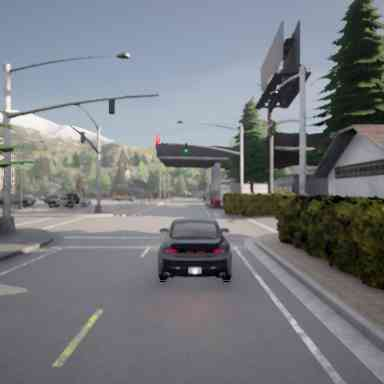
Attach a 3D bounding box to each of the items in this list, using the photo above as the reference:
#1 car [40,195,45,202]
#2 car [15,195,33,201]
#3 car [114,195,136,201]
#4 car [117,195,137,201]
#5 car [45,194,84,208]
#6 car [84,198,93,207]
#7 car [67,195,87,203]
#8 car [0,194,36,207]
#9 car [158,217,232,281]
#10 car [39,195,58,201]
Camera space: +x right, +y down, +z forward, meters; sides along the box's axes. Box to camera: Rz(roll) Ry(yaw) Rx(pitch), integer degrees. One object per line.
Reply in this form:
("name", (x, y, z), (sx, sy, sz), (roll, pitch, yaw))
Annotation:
("car", (-24.034, 1.396, 59.596), (4.514, 1.523, 2.007), (0, 0, -1))
("car", (-42.556, 1.512, 84.449), (3.633, 1.501, 1.845), (0, 0, -1))
("car", (-16.451, 1.464, 81.481), (5.027, 1.636, 2.152), (0, 0, -1))
("car", (-16.523, 1.478, 84.618), (4.514, 1.523, 2.007), (0, 0, -1))
("car", (-16.782, 1.149, 43.897), (3.866, 1.878, 1.905), (0, 0, -1))
("car", (-16.191, 1.438, 47.225), (3.806, 1.475, 1.970), (0, 0, -1))
("car", (-24.053, 1.434, 69.589), (3.633, 1.501, 1.845), (0, 0, -1))
("car", (-24.670, 1.175, 47.136), (4.605, 1.855, 1.932), (0, 0, -1))
("car", (0.079, 1.522, 9.904), (1.837, 1.490, 4.892), (0, 0, 0))
("car", (-35.118, 1.518, 81.514), (3.806, 1.475, 1.970), (0, 0, -1))
